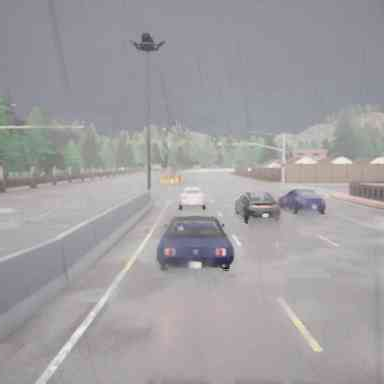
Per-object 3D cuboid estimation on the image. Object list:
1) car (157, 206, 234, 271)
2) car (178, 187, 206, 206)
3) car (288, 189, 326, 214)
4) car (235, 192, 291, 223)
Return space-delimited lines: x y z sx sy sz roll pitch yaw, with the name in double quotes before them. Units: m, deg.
"car" 0.079 1.358 10.140 1.895 1.301 4.718 0 3 0
"car" 0.013 0.335 23.815 1.812 1.442 4.674 0 4 0
"car" 7.026 0.527 21.403 1.812 1.442 4.674 0 4 0
"car" 3.539 0.725 18.457 2.128 1.511 4.902 0 5 0
